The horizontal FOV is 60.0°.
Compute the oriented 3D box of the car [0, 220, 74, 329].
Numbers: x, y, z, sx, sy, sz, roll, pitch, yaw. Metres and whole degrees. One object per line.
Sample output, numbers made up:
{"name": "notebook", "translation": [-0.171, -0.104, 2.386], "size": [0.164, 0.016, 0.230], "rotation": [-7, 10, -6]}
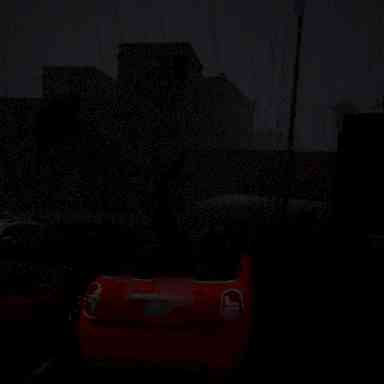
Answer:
{"name": "car", "translation": [-2.583, 1.441, 7.100], "size": [2.163, 1.488, 4.792], "rotation": [0, 0, 9]}

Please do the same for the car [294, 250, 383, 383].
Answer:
{"name": "car", "translation": [2.567, 1.452, 4.269], "size": [2.163, 1.488, 4.792], "rotation": [0, 0, 9]}

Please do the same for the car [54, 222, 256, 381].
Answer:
{"name": "car", "translation": [-0.016, 1.291, 5.656], "size": [2.185, 1.767, 4.553], "rotation": [0, 0, 9]}

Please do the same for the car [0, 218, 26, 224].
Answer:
{"name": "car", "translation": [-5.153, 1.446, 8.573], "size": [2.002, 1.452, 4.674], "rotation": [0, 0, 9]}
